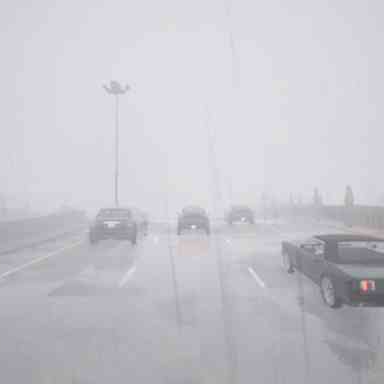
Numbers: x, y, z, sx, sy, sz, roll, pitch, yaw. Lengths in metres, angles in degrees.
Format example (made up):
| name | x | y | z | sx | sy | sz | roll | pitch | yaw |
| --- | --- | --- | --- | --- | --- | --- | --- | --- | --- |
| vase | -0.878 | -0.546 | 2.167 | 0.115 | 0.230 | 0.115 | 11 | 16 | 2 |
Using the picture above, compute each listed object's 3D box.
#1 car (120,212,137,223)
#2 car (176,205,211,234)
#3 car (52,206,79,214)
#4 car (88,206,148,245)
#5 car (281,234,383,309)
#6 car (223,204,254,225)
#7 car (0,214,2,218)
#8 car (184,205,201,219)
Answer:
| name | x | y | z | sx | sy | sz | roll | pitch | yaw |
| --- | --- | --- | --- | --- | --- | --- | --- | --- | --- |
| car | -10.557 | 4.245 | 55.700 | 1.882 | 1.535 | 5.008 | 0 | -8 | 0 |
| car | 0.081 | 1.634 | 20.232 | 1.837 | 1.490 | 4.892 | 0 | 0 | 0 |
| car | -14.103 | 2.266 | 37.494 | 2.128 | 1.511 | 4.902 | 0 | -4 | 0 |
| car | -3.414 | 1.456 | 16.223 | 2.097 | 1.767 | 4.553 | 0 | 0 | 0 |
| car | 3.592 | 1.652 | 7.955 | 1.895 | 1.301 | 4.718 | 0 | 0 | 0 |
| car | 3.577 | 1.708 | 25.847 | 1.837 | 1.490 | 4.892 | 0 | -1 | 0 |
| car | -17.606 | 1.778 | 26.796 | 2.033 | 1.411 | 5.357 | 0 | -2 | 0 |
| car | 0.065 | 2.345 | 38.439 | 1.837 | 1.490 | 4.892 | 0 | -5 | 0 |
